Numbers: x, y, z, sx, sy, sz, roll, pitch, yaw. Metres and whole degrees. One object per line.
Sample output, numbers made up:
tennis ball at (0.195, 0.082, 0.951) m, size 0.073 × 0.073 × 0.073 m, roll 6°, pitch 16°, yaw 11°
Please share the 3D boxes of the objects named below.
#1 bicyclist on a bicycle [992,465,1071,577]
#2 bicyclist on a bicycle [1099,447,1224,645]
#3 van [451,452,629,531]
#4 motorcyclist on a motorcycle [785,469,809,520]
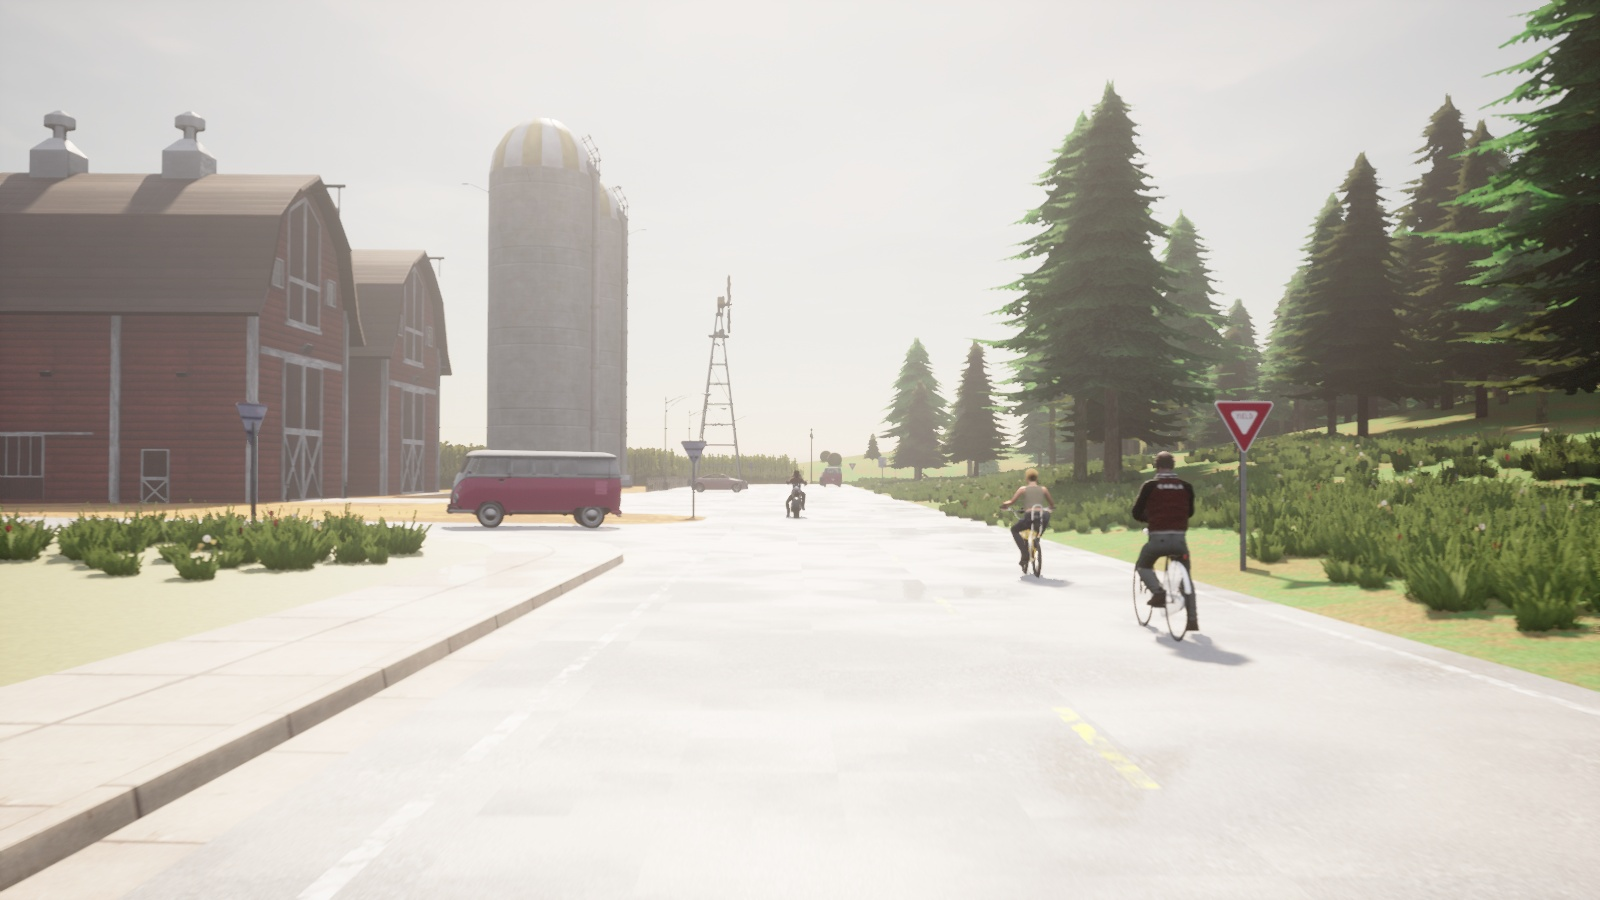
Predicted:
bicyclist on a bicycle at (3.465, 1.055, 18.927) m, size 0.866 × 1.612 × 1.509 m, roll 0°, pitch -2°, yaw -1°
bicyclist on a bicycle at (3.470, 0.876, 12.210) m, size 0.659 × 1.776 × 1.843 m, roll 0°, pitch -1°, yaw 0°
van at (-6.818, 1.068, 32.904) m, size 4.442 × 1.987 × 1.775 m, roll 0°, pitch -1°, yaw -16°
motorcyclist on a motorcycle at (-0.103, 1.474, 42.346) m, size 0.766 × 1.649 × 2.350 m, roll 0°, pitch -1°, yaw 0°
